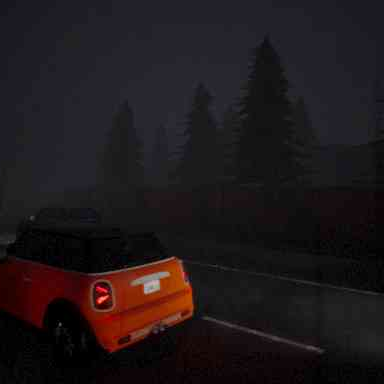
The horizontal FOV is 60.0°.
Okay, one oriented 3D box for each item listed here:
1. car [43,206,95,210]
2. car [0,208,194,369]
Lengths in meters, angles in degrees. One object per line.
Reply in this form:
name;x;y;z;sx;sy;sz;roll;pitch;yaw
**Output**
car;-5.310;1.323;13.432;4.553;1.767;2.097;0;0;44
car;-2.226;1.340;5.994;4.553;1.767;2.097;0;0;39
